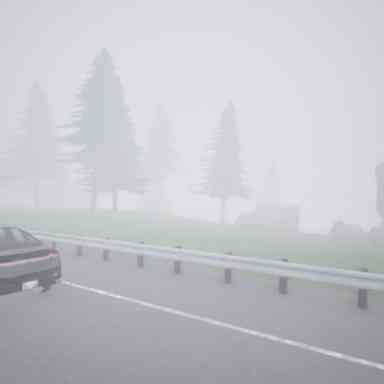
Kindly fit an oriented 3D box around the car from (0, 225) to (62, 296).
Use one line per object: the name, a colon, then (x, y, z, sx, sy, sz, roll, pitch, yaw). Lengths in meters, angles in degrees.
car: (-4.949, 1.498, 7.533, 4.902, 1.511, 2.128, 0, 0, 36)
